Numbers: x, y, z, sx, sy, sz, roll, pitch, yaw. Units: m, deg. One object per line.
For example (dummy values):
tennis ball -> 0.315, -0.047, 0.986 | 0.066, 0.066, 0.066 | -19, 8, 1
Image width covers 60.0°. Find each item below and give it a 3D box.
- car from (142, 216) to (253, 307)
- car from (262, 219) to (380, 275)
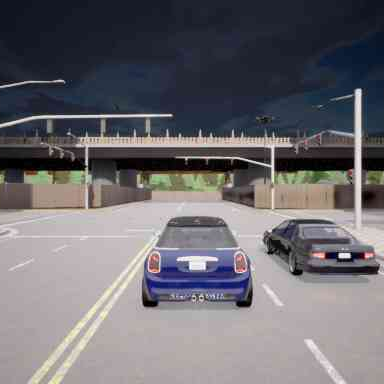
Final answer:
car -> 0.100, 1.352, 8.135 | 2.097, 1.767, 4.553 | 0, 0, 0
car -> 3.600, 1.547, 10.356 | 2.033, 1.411, 5.357 | 0, 0, 0
